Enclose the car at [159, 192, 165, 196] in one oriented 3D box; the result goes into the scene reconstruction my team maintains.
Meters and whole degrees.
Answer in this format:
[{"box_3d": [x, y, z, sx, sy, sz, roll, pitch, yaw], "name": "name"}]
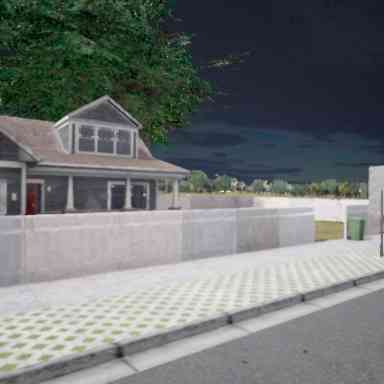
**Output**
[{"box_3d": [-6.801, 0.760, 62.483, 2.097, 1.767, 4.553, 1, 0, -36], "name": "car"}]
